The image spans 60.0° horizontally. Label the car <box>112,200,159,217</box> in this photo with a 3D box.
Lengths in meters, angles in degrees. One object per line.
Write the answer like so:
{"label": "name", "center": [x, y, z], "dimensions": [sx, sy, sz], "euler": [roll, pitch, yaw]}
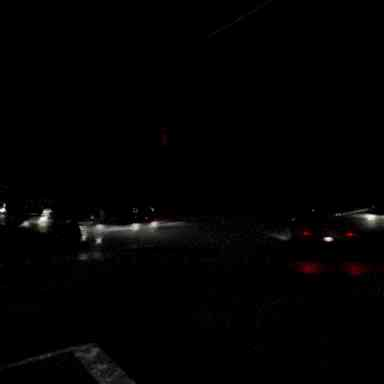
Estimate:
{"label": "car", "center": [-5.358, 1.461, 31.128], "dimensions": [4.718, 1.301, 1.895], "euler": [1, 1, 43]}

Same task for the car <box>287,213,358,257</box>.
{"label": "car", "center": [4.858, 1.502, 12.822], "dimensions": [1.994, 1.385, 4.181], "euler": [0, 0, 12]}

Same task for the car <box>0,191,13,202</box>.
{"label": "car", "center": [-26.529, 0.617, 45.868], "dimensions": [4.718, 1.301, 1.895], "euler": [4, 3, 43]}

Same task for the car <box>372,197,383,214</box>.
{"label": "car", "center": [18.714, 1.245, 31.830], "dimensions": [1.882, 1.535, 5.008], "euler": [0, 0, 41]}

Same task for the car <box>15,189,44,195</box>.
{"label": "car", "center": [-18.713, 0.717, 38.505], "dimensions": [5.566, 2.045, 2.150], "euler": [3, 2, 43]}

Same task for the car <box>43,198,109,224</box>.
{"label": "car", "center": [-8.528, 1.436, 24.178], "dimensions": [4.902, 1.511, 2.128], "euler": [1, 1, 43]}

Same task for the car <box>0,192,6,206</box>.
{"label": "car", "center": [-22.731, 0.936, 37.478], "dimensions": [4.892, 1.490, 1.837], "euler": [3, 3, 43]}

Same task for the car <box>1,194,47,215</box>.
{"label": "car", "center": [-15.473, 1.251, 30.678], "dimensions": [5.008, 1.535, 1.882], "euler": [2, 2, 43]}

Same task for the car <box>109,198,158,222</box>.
{"label": "car", "center": [-4.919, 1.284, 25.625], "dimensions": [4.553, 1.767, 2.097], "euler": [1, 1, 42]}
